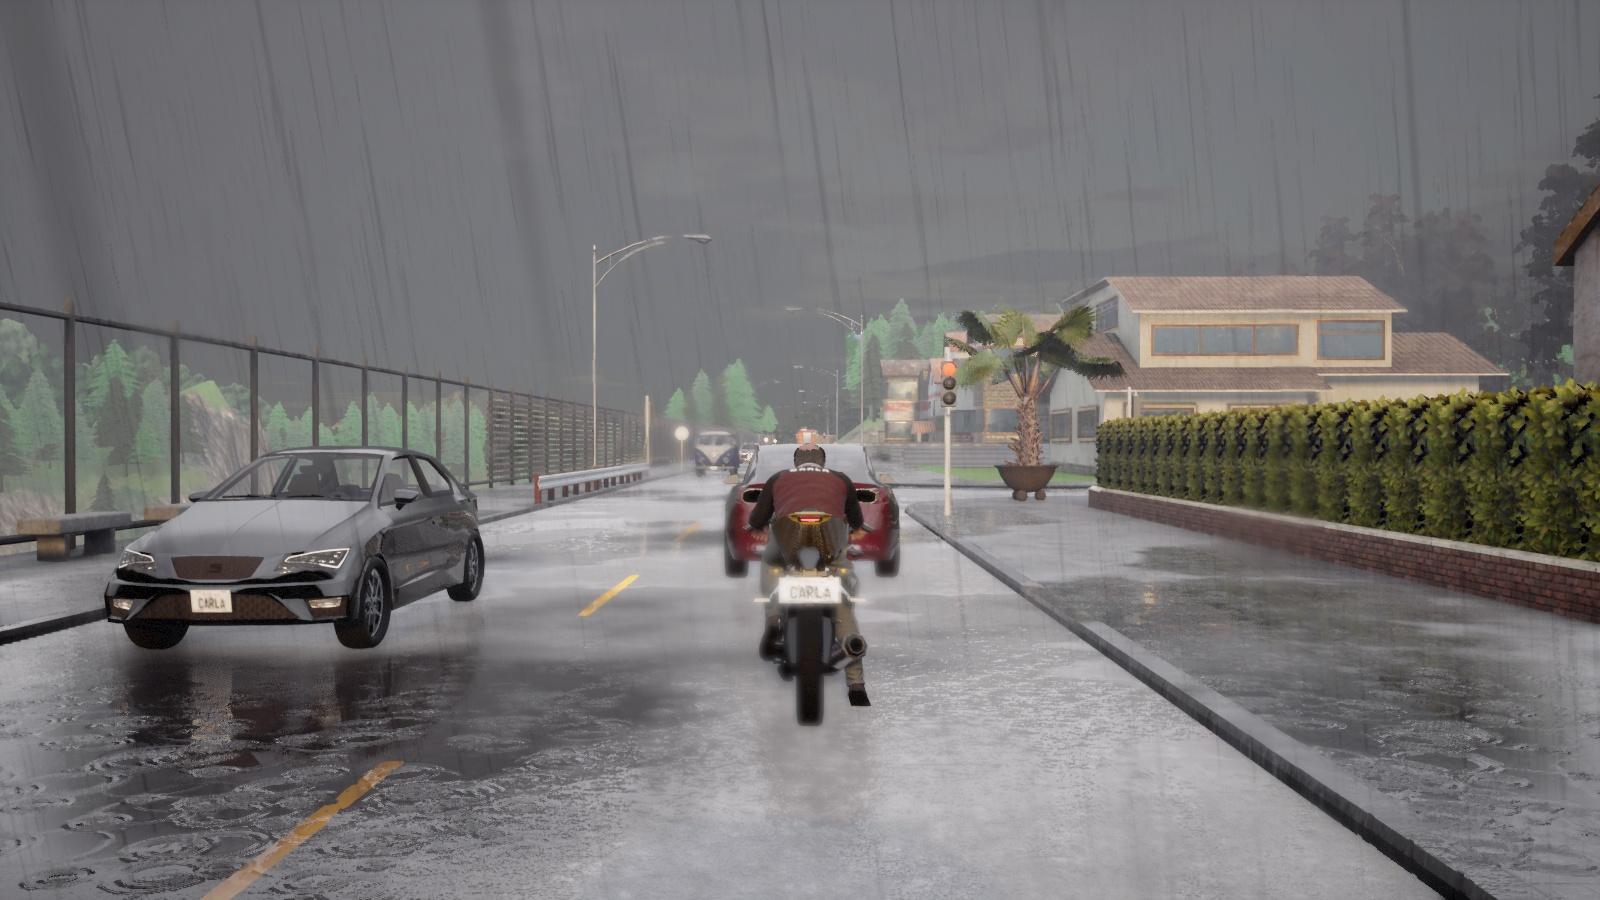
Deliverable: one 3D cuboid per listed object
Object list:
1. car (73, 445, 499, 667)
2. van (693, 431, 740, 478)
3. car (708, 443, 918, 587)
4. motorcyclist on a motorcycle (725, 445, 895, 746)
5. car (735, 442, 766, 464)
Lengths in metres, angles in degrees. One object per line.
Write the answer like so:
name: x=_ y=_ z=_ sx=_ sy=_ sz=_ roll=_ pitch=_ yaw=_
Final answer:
car: x=-3.927 y=0.698 z=10.470 sx=1.816 sy=1.474 sz=4.193 roll=0 pitch=0 yaw=0
van: x=-3.676 y=0.182 z=55.988 sx=1.775 sy=1.987 sz=4.442 roll=0 pitch=0 yaw=0
car: x=0.124 y=0.660 z=15.372 sx=2.163 sy=1.488 sz=4.792 roll=0 pitch=0 yaw=0
motorcyclist on a motorcycle: x=0.056 y=0.739 z=7.498 sx=0.866 sy=1.530 sz=2.191 roll=0 pitch=0 yaw=0
car: x=-3.493 y=0.205 z=89.259 sx=1.970 sy=1.475 sz=3.806 roll=0 pitch=0 yaw=0
